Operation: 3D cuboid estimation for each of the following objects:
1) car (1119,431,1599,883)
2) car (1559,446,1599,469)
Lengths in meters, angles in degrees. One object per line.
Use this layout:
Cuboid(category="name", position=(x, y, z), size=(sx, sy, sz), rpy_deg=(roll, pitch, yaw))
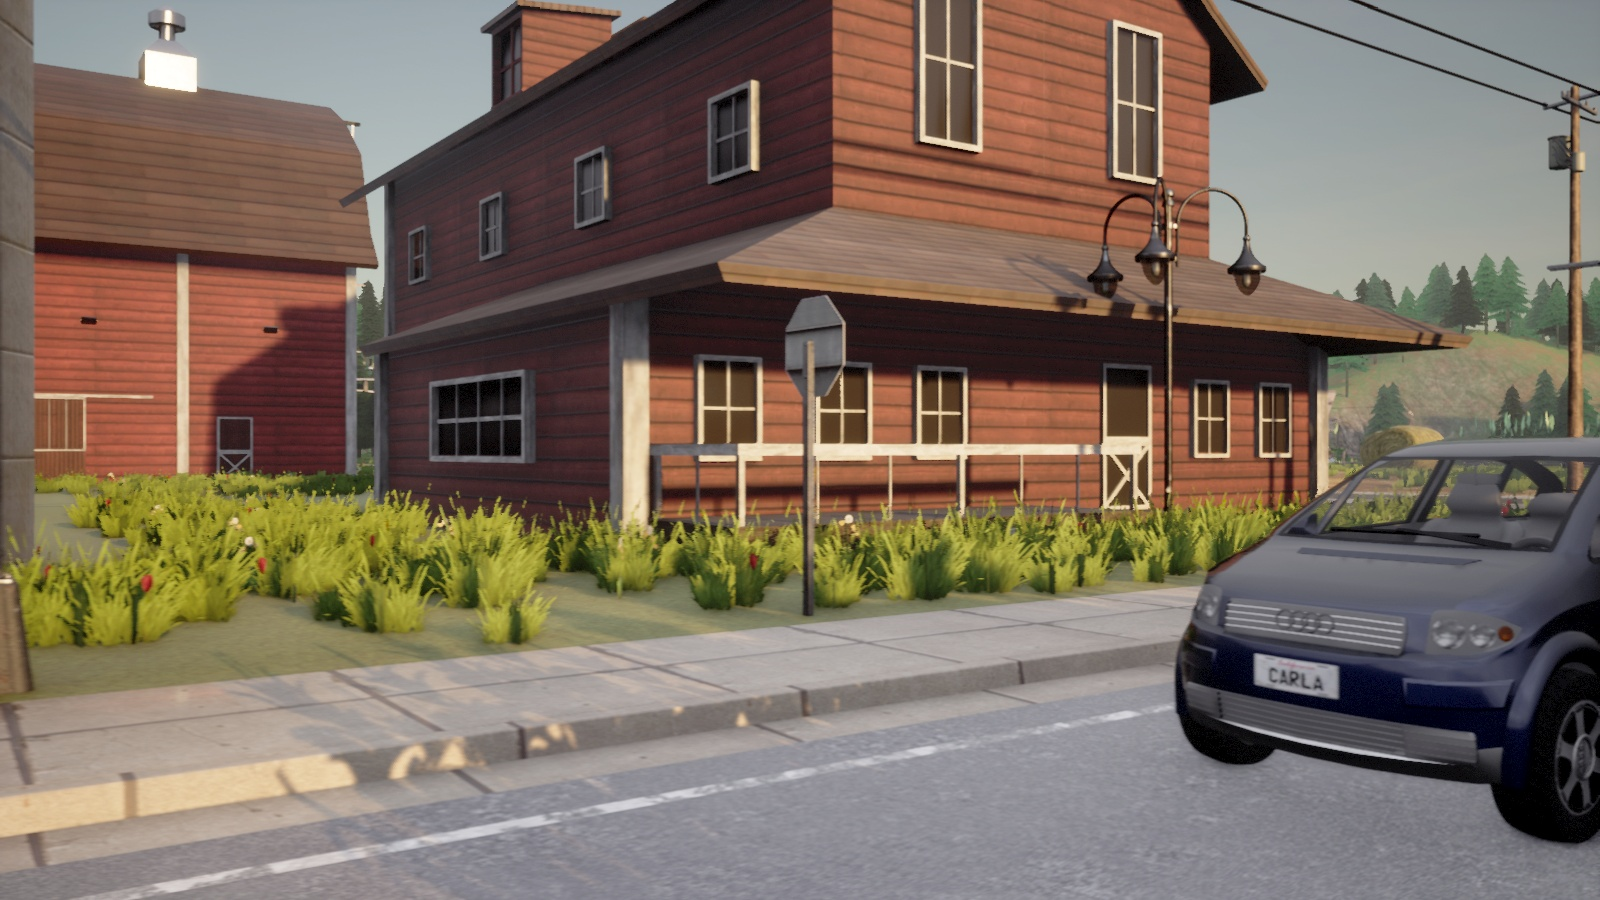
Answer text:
Cuboid(category="car", position=(3.501, 0.706, 6.097), size=(3.705, 1.549, 1.789), rpy_deg=(0, 0, -35))
Cuboid(category="car", position=(50.214, 0.462, 78.611), size=(1.816, 1.474, 4.193), rpy_deg=(0, 0, -32))
